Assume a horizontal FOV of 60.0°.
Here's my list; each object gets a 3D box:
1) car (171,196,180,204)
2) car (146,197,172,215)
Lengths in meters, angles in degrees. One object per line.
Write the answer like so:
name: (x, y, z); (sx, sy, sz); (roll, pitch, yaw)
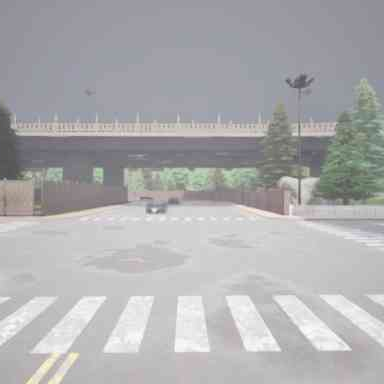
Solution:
car: (-3.150, 1.494, 60.747); (1.882, 1.535, 5.008); (0, 1, 1)
car: (-3.557, 1.529, 34.020); (2.128, 1.511, 4.902); (0, 1, 0)
